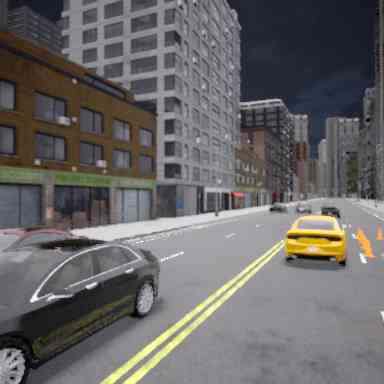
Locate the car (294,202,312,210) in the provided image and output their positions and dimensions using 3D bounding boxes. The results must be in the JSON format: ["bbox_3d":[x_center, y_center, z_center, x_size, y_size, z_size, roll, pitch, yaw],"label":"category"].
[{"bbox_3d":[14.784,2.085,44.130,2.128,1.511,4.902,0,-1,24],"label":"car"}]

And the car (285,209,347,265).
[{"bbox_3d":[4.746,1.648,12.600,1.882,1.535,5.008,0,-1,24],"label":"car"}]

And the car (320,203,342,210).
[{"bbox_3d":[15.275,1.999,36.667,1.837,1.490,4.892,0,0,24],"label":"car"}]

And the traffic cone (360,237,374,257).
[{"bbox_3d":[6.670,2.126,12.578,0.340,0.580,0.340,0,-1,24],"label":"traffic cone"}]

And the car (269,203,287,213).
[{"bbox_3d":[11.740,2.207,45.284,1.895,1.301,4.718,0,-1,24],"label":"car"}]

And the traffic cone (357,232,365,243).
[{"bbox_3d":[7.471,2.151,14.410,0.340,0.580,0.340,0,-1,24],"label":"traffic cone"}]

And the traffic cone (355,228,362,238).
[{"bbox_3d":[8.272,2.175,16.242,0.340,0.580,0.340,0,-1,24],"label":"traffic cone"}]

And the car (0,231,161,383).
[{"bbox_3d":[-2.237,1.576,5.247,1.837,1.490,4.892,0,-1,24],"label":"car"}]

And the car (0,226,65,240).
[{"bbox_3d":[-4.423,1.637,8.356,1.812,1.442,4.674,0,-1,24],"label":"car"}]
